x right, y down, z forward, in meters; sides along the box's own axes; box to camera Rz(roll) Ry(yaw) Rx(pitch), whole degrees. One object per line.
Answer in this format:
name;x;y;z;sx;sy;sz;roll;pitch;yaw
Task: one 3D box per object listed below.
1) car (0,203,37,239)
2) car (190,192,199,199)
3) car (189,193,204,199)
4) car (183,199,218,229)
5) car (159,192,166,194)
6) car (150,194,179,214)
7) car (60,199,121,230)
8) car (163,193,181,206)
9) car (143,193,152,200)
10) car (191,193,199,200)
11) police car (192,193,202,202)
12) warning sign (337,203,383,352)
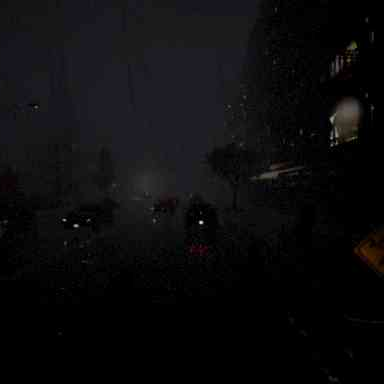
car;-9.475;1.361;16.412;1.837;1.490;4.892;0;0;1
car;0.504;0.974;86.194;2.097;1.767;4.553;0;0;-3
car;0.637;1.250;46.539;1.882;1.535;5.008;0;0;0
car;0.546;1.400;20.632;1.837;1.490;4.892;0;0;1
car;-6.501;0.803;73.798;2.097;1.767;4.553;0;0;-2
car;-2.627;1.293;32.749;1.882;1.535;5.008;0;0;1
car;-6.148;1.403;20.414;2.033;1.411;5.357;0;0;1
car;-2.659;1.244;46.569;2.128;1.511;4.902;0;0;0
car;-9.750;0.982;73.654;1.994;1.385;4.181;0;0;-2
car;0.743;1.099;80.387;1.801;1.575;5.366;0;0;-2
police car;1.088;1.108;70.259;1.930;1.638;5.238;0;0;-2
warning sign;2.956;1.108;4.755;1.300;1.860;1.060;0;0;2
